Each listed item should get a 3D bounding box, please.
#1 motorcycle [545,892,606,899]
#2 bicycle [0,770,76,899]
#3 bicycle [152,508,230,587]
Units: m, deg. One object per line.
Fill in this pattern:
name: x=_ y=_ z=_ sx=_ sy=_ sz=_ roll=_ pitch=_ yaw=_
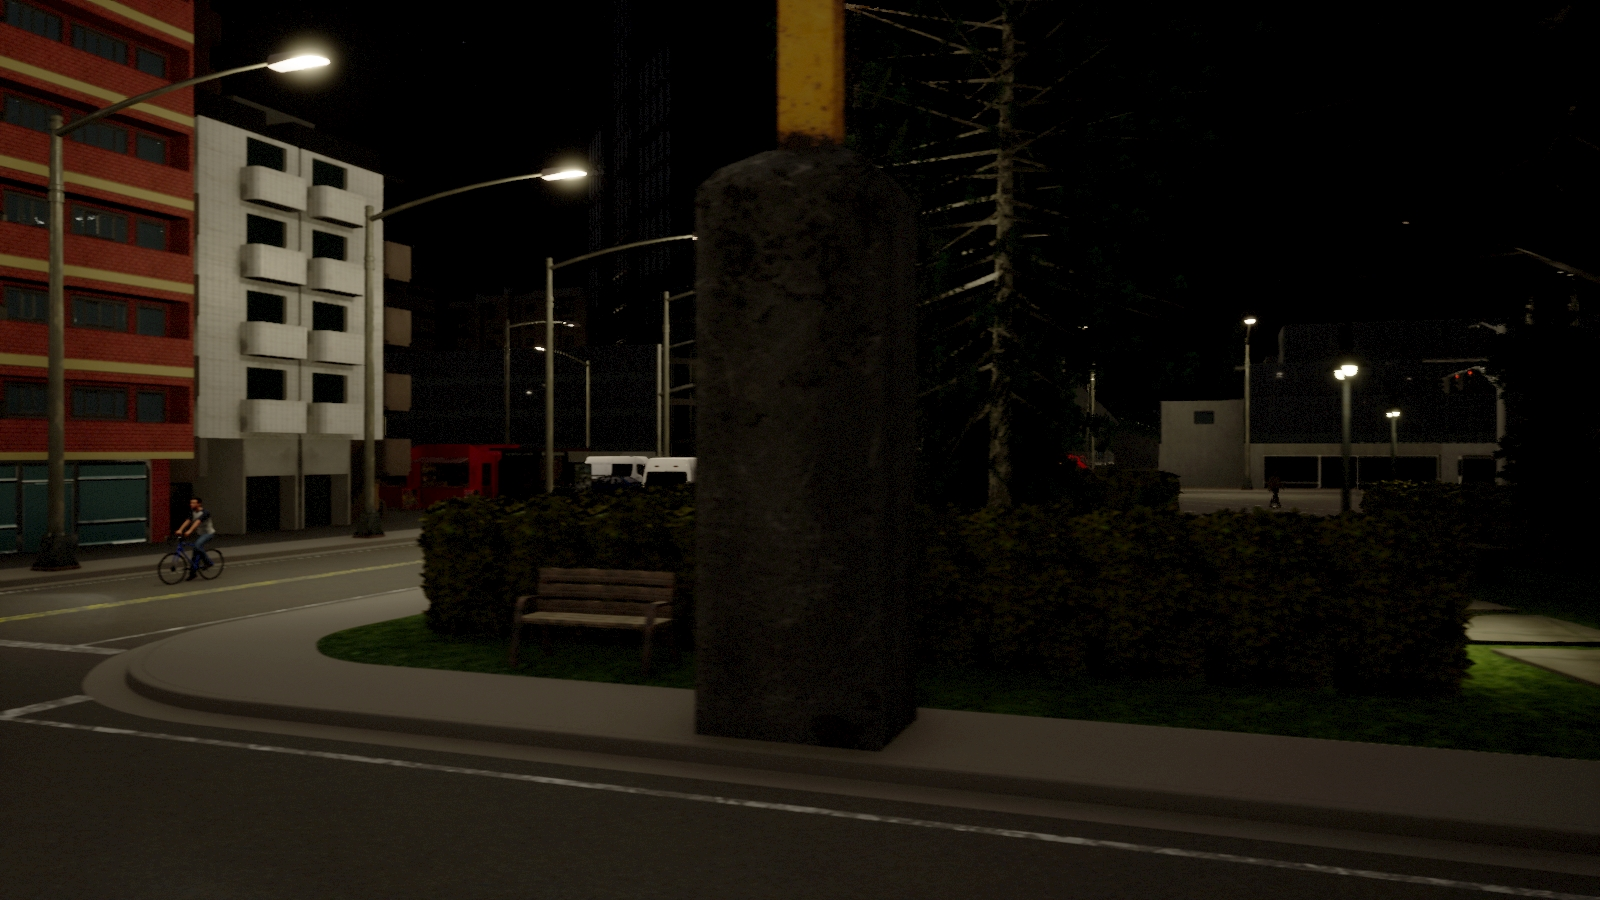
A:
motorcycle: x=0.020 y=2.204 z=3.287 sx=2.209 sy=1.254 sz=0.867 roll=0 pitch=0 yaw=20
bicycle: x=-3.778 y=2.049 z=4.664 sx=1.835 sy=1.496 sz=0.329 roll=0 pitch=0 yaw=20
bicycle: x=-12.910 y=2.047 z=24.264 sx=0.373 sy=1.521 sz=1.643 roll=0 pitch=0 yaw=20
